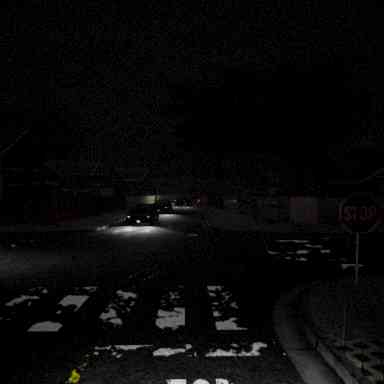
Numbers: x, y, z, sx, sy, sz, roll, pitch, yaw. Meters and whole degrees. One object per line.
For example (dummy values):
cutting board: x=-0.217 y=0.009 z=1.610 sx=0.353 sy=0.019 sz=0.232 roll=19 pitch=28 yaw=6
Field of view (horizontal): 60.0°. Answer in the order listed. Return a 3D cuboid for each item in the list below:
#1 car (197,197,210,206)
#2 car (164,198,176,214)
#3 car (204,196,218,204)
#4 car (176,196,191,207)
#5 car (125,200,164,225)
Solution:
car: x=2.035 y=1.594 z=56.278 sx=1.812 sy=1.442 sz=4.674 roll=0 pitch=0 yaw=10
car: x=-3.168 y=1.544 z=35.550 sx=1.812 sy=1.442 sz=4.674 roll=0 pitch=0 yaw=4
car: x=3.863 y=1.614 z=66.377 sx=2.033 sy=1.411 sz=5.357 roll=1 pitch=0 yaw=13
car: x=-1.508 y=1.396 z=51.990 sx=2.097 sy=1.767 sz=4.553 roll=0 pitch=0 yaw=8
car: x=-3.508 y=1.553 z=24.558 sx=2.033 sy=1.411 sz=5.357 roll=0 pitch=0 yaw=0
